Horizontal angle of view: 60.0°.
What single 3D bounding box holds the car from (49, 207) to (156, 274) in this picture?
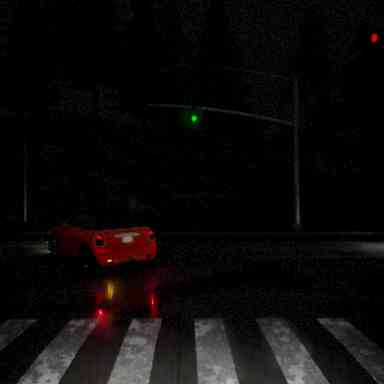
[{"bbox_3d":[-3.081,1.340,10.953,2.097,1.767,4.553,-1,0,-37],"label":"car"}]
